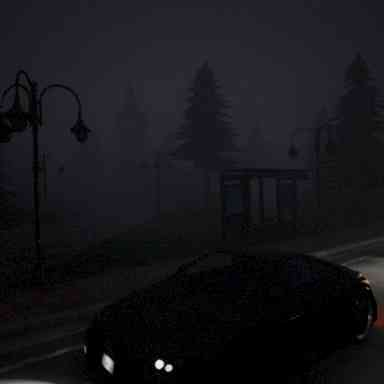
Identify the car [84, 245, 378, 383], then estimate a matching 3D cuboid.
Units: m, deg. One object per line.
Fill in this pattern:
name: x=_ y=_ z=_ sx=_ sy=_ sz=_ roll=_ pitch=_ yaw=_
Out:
car: x=0.731 y=1.503 z=4.576 sx=4.181 sy=1.385 sz=1.994 roll=-2 pitch=1 yaw=-37
